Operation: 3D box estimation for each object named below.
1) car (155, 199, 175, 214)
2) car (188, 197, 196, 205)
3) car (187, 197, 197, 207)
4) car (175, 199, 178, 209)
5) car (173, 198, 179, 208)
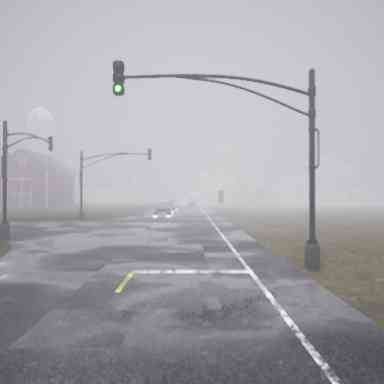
[{"bbox_3d":[-3.616,2.001,42.502,1.882,1.535,5.008,0,-1,0],"label":"car"},{"bbox_3d":[-0.029,2.221,84.806,2.150,2.045,5.566,0,-1,0],"label":"car"},{"bbox_3d":[0.082,2.372,68.961,2.033,1.411,5.357,0,-1,-1],"label":"car"},{"bbox_3d":[-3.613,2.202,52.394,1.994,1.385,4.181,0,-1,-1],"label":"car"},{"bbox_3d":[-3.565,2.105,62.421,2.097,1.767,4.553,0,-1,1],"label":"car"}]
